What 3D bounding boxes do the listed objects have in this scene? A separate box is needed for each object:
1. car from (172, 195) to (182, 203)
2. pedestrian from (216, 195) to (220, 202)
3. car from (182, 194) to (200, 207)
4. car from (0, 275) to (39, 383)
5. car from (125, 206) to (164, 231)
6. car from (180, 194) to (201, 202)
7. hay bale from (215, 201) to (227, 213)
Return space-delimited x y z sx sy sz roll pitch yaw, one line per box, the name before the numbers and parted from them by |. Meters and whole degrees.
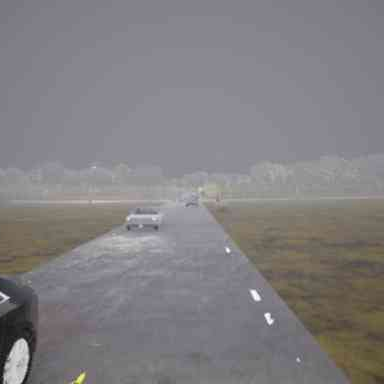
car | -2.722 1.315 63.442 2.128 1.511 4.902 0 0 0
pedestrian | 2.842 1.214 37.383 0.375 1.860 0.375 -1 2 -10
car | 0.051 1.443 48.841 2.033 1.411 5.357 0 0 1
car | -2.822 1.506 2.270 1.837 1.490 4.892 0 0 0
car | -2.839 1.583 20.725 1.895 1.301 4.718 0 0 0
car | -0.279 1.224 72.034 2.128 1.511 4.902 1 2 37
hay bale | 3.154 1.600 36.253 1.220 1.180 1.240 1 1 0
